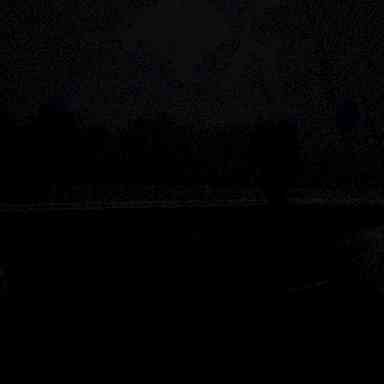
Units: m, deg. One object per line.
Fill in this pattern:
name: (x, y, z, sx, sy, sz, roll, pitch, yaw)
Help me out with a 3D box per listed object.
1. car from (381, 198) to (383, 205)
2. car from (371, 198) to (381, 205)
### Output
car: (32.567, 1.788, 52.933, 4.892, 1.490, 1.837, 0, 0, -35)
car: (32.672, 1.801, 57.264, 4.892, 1.490, 1.837, 0, 0, -35)
